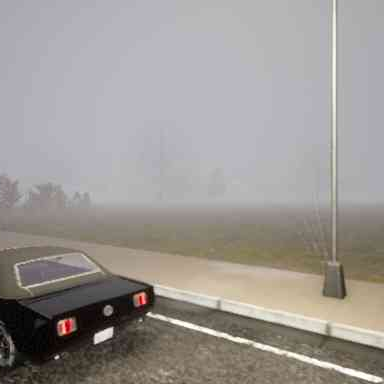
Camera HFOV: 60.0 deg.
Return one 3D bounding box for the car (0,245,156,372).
[{"bbox_3d":[-2.965,1.601,5.677,4.718,1.301,1.895,0,0,36],"label":"car"}]
